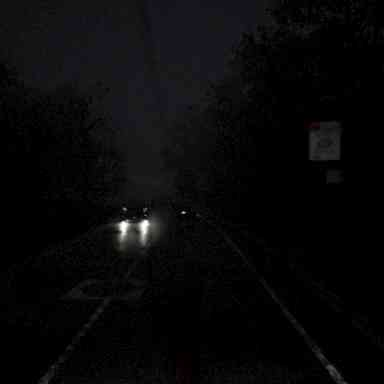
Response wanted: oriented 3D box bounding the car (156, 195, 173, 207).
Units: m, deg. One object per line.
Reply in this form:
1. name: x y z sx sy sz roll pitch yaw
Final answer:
1. car: -3.382 1.075 42.391 2.033 1.411 5.357 -1 3 -13

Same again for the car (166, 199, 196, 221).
1. car: -0.822 1.496 26.790 1.994 1.385 4.181 -1 0 -5

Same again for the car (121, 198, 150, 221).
1. car: -4.495 1.314 26.863 2.097 1.767 4.553 -1 0 -6
